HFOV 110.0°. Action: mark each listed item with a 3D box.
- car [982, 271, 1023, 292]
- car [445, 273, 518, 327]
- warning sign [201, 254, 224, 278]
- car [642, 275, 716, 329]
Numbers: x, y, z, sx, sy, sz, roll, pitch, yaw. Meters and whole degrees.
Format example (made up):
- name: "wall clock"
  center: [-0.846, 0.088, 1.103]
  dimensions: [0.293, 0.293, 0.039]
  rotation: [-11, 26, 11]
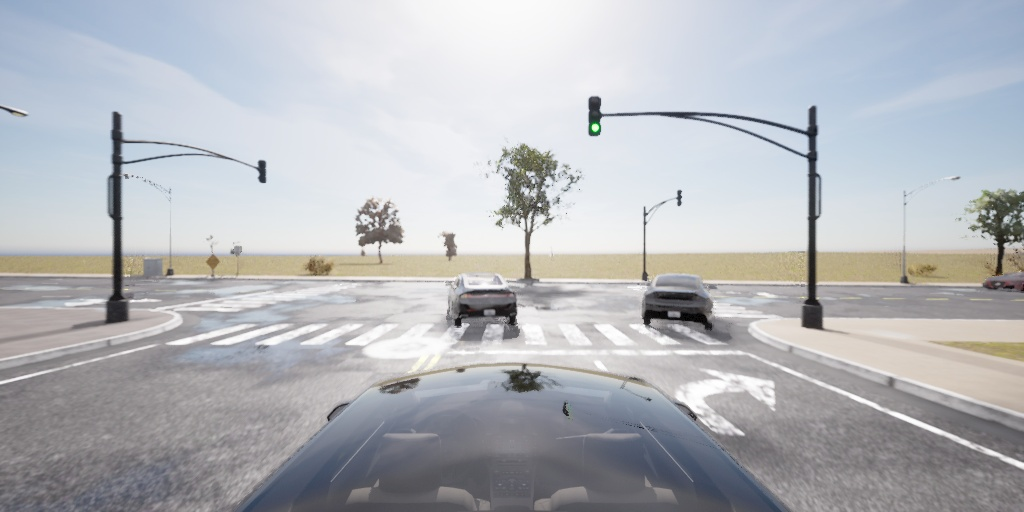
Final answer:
- name: "car"
  center: [34.377, 1.710, 23.863]
  dimensions: [4.181, 1.385, 1.994]
  rotation: [0, 0, 2]
- name: "car"
  center: [-1.115, 1.295, 11.879]
  dimensions: [2.128, 1.511, 4.902]
  rotation: [0, 0, -12]
- name: "warning sign"
  center: [-23.457, 0.735, 28.112]
  dimensions: [1.060, 1.860, 1.300]
  rotation: [0, 0, 1]
- name: "car"
  center: [5.483, 1.340, 11.733]
  dimensions: [1.837, 1.490, 4.892]
  rotation: [0, -1, 28]
